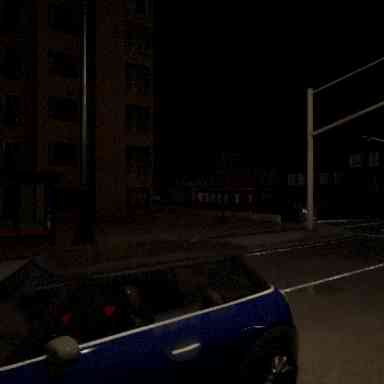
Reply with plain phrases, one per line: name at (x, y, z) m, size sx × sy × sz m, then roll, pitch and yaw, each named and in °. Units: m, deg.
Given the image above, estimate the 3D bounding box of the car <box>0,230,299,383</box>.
car at (-1.062, 1.352, 3.228) m, size 4.553 × 1.767 × 2.097 m, roll 0°, pitch 0°, yaw -35°

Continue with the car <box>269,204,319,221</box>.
car at (9.442, 1.866, 31.165) m, size 2.097 × 1.767 × 4.553 m, roll 0°, pitch -5°, yaw -36°
